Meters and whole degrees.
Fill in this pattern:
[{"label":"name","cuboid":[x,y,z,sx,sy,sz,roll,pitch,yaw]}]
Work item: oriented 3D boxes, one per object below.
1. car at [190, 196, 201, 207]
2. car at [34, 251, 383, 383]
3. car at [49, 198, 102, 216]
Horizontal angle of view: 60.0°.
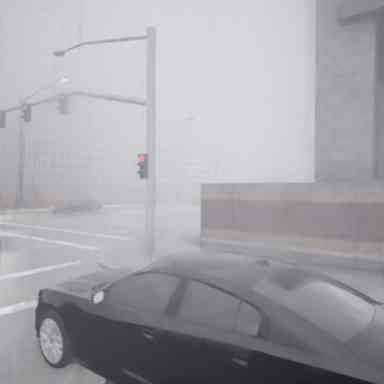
[{"label":"car","cuboid":[1.718,1.327,47.141,1.837,1.490,4.892,0,0,36]},{"label":"car","cuboid":[0.069,1.463,3.956,5.008,1.535,1.882,0,0,37]},{"label":"car","cuboid":[-10.530,1.312,30.311,2.128,1.511,4.902,0,0,36]}]
